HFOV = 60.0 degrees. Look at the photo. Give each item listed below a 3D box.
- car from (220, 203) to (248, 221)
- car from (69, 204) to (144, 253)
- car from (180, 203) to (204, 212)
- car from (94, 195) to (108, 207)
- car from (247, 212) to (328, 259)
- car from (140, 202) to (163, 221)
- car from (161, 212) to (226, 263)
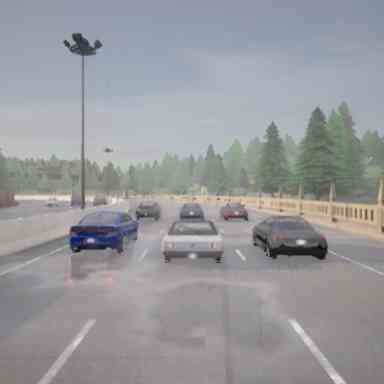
[{"bbox_3d":[3.450,1.609,27.924,1.994,1.385,4.181,0,0,-1],"label":"car"},{"bbox_3d":[-3.441,1.499,13.862,1.882,1.535,5.008,0,0,1],"label":"car"},{"bbox_3d":[-0.049,1.609,27.905,1.994,1.385,4.181,0,0,-1],"label":"car"},{"bbox_3d":[-15.020,1.438,54.824,2.097,1.767,4.553,0,0,-17],"label":"car"},{"bbox_3d":[3.549,1.585,12.737,1.994,1.385,4.181,0,0,1],"label":"car"},{"bbox_3d":[-3.543,1.535,27.683,2.128,1.511,4.902,0,0,-1],"label":"car"},{"bbox_3d":[0.041,1.620,12.078,1.895,1.301,4.718,0,0,1],"label":"car"}]
